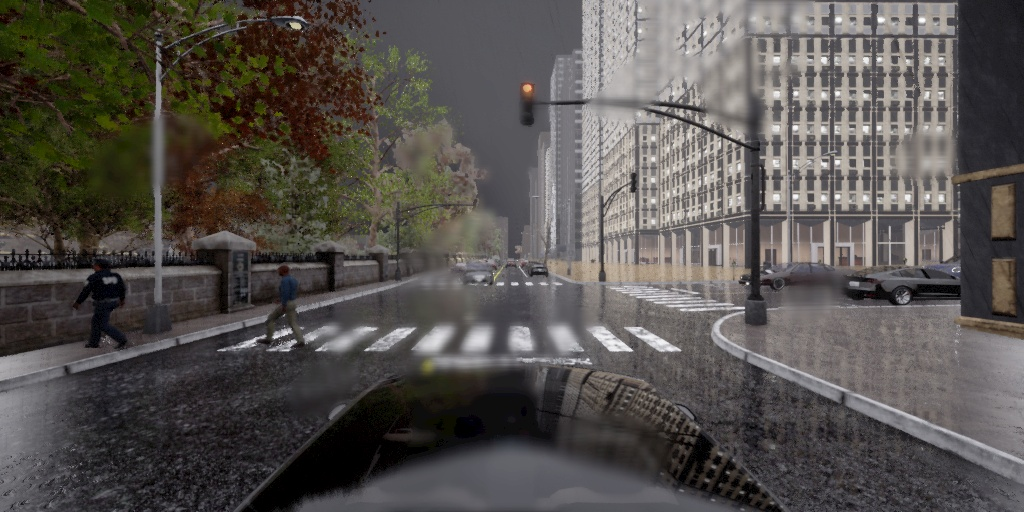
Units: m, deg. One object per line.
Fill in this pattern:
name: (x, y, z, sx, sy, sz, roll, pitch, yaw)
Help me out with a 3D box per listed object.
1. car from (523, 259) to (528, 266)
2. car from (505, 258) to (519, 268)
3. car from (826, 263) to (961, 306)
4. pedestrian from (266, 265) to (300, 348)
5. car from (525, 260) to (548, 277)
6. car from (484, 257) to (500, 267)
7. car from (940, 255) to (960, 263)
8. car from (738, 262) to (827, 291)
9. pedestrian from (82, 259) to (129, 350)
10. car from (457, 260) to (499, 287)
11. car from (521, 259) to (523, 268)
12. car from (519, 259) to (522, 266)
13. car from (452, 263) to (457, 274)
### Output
car: (2.602, 1.334, 41.365, 1.948, 1.339, 4.313, 0, 0, 0)
car: (-0.135, 1.295, 62.562, 1.837, 1.490, 4.892, 0, 0, 0)
car: (14.659, 1.026, 13.176, 4.313, 1.339, 1.948, 0, 0, 0)
pedestrian: (-4.888, 1.044, 7.673, 0.375, 1.860, 0.375, 0, 0, 0)
car: (2.614, 1.330, 35.732, 1.948, 1.339, 4.313, 0, 0, 0)
car: (-3.203, 1.257, 52.765, 1.882, 1.535, 5.008, 0, 0, 0)
car: (24.499, 0.669, 19.044, 4.553, 1.767, 2.097, -1, 0, 0)
car: (15.102, 1.025, 18.974, 5.357, 1.411, 2.033, -1, 0, 0)
pedestrian: (-8.006, 0.892, 7.067, 0.375, 1.860, 0.375, 0, 0, 0)
car: (-2.501, 1.250, 24.955, 2.128, 1.511, 4.902, 0, 0, -11)
car: (2.590, 1.339, 46.997, 1.948, 1.339, 4.313, 0, 0, 0)
car: (2.554, 1.337, 63.895, 1.888, 1.381, 4.507, 0, 0, 0)
car: (-5.778, 1.350, 41.346, 1.802, 1.307, 4.207, 0, 0, 0)
